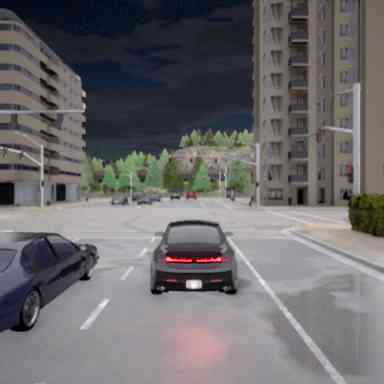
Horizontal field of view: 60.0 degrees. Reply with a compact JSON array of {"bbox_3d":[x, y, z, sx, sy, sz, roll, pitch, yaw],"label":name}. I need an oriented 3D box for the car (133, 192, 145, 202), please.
[{"bbox_3d":[-10.624,0.933,66.976,2.150,2.045,5.566,0,0,0],"label":"car"}]

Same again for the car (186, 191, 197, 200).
[{"bbox_3d":[-0.134,0.748,73.153,2.150,2.045,5.566,0,0,0],"label":"car"}]

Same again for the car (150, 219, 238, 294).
[{"bbox_3d":[0.048,1.467,8.632,1.837,1.490,4.892,0,0,0],"label":"car"}]

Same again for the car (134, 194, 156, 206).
[{"bbox_3d":[-7.167,1.343,51.050,1.994,1.385,4.181,0,0,0],"label":"car"}]

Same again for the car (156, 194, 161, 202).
[{"bbox_3d":[-7.156,1.080,63.904,2.097,1.767,4.553,0,0,0],"label":"car"}]

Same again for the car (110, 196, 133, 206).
[{"bbox_3d":[-10.670,1.279,49.092,2.128,1.511,4.902,0,0,0],"label":"car"}]

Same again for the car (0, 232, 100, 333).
[{"bbox_3d":[-3.462,1.518,6.702,2.033,1.411,5.357,0,0,0],"label":"car"}]

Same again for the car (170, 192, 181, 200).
[{"bbox_3d":[-3.634,0.879,73.087,2.097,1.767,4.553,0,0,0],"label":"car"}]
